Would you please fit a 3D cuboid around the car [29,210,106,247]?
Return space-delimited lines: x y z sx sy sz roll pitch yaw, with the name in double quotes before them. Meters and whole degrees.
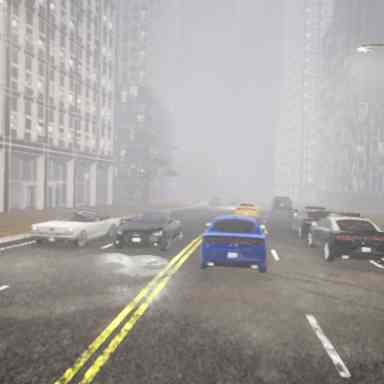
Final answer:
"car" -4.845 1.463 14.467 1.895 1.301 4.718 2 0 9

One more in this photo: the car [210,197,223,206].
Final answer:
"car" 4.100 1.609 55.704 1.812 1.442 4.674 2 0 11

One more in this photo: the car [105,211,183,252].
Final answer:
"car" -1.648 1.515 13.743 1.994 1.385 4.181 2 0 9

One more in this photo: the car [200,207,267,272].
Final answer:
"car" 1.436 1.515 11.186 1.882 1.535 5.008 2 0 9

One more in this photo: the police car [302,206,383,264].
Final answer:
"police car" 5.796 1.583 12.809 1.930 1.638 5.238 2 0 9

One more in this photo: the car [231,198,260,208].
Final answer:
"car" 4.896 1.604 29.217 1.882 1.535 5.008 2 0 13

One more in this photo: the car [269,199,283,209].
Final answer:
"car" 13.838 1.882 54.803 1.812 1.442 4.674 2 0 10

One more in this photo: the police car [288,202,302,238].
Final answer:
"police car" 6.803 1.611 18.574 1.930 1.638 5.238 2 0 11

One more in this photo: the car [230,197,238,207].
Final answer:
"car" 7.316 1.665 55.255 2.128 1.511 4.902 2 0 11

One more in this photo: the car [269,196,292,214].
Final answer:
"car" 10.396 1.503 38.590 2.150 2.045 5.566 2 1 14
